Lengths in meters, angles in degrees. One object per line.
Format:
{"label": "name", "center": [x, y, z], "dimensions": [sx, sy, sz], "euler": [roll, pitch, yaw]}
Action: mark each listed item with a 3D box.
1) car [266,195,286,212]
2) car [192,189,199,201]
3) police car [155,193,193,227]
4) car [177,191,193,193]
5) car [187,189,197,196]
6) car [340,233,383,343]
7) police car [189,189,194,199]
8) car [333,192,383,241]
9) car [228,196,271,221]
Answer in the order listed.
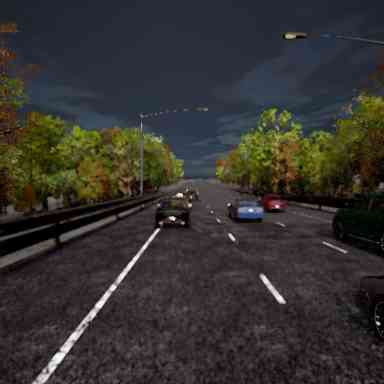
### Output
{"label": "car", "center": [7.102, 1.008, 30.015], "dimensions": [1.812, 1.442, 4.674], "euler": [0, 1, 0]}
{"label": "car", "center": [0.005, 0.578, 53.850], "dimensions": [1.837, 1.490, 4.892], "euler": [0, 1, 0]}
{"label": "police car", "center": [-1.048, 1.085, 19.700], "dimensions": [1.930, 1.638, 5.238], "euler": [0, 1, 0]}
{"label": "car", "center": [-1.047, 0.942, 29.781], "dimensions": [1.801, 1.575, 5.366], "euler": [0, 1, 0]}
{"label": "car", "center": [0.006, 0.149, 69.437], "dimensions": [1.994, 1.385, 4.181], "euler": [0, 2, 0]}
{"label": "car", "center": [3.598, 1.493, 3.017], "dimensions": [2.033, 1.411, 5.357], "euler": [0, 1, 0]}
{"label": "police car", "center": [-1.047, 0.810, 35.703], "dimensions": [1.930, 1.638, 5.238], "euler": [0, 1, 0]}
{"label": "car", "center": [7.101, 1.015, 11.872], "dimensions": [2.150, 2.045, 5.566], "euler": [0, 1, 0]}
{"label": "car", "center": [3.602, 1.152, 22.885], "dimensions": [2.033, 1.411, 5.357], "euler": [0, 1, 0]}
